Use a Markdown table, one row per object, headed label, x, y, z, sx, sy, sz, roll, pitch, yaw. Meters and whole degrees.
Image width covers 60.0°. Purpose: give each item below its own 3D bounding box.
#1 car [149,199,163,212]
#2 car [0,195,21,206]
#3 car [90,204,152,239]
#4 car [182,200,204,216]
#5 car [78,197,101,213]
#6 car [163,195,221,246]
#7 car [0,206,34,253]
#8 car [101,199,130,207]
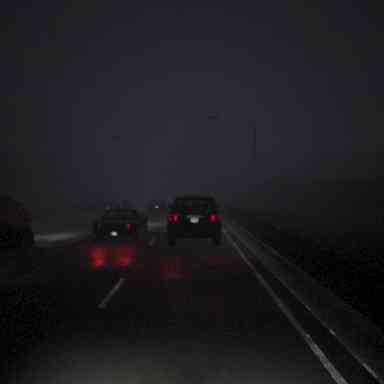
| label | x | y | z | sx | sy | sz | roll | pitch | yaw |
| --- | --- | --- | --- | --- | --- | --- | --- | --- | --- |
| car | -3.384 | 1.393 | 34.036 | 1.994 | 1.385 | 4.181 | 0 | 0 | 0 |
| car | -10.400 | 1.135 | 17.098 | 2.150 | 2.045 | 5.566 | 0 | 0 | 0 |
| car | -3.401 | 1.516 | 16.773 | 1.895 | 1.301 | 4.718 | 0 | 0 | 0 |
| car | 0.107 | 1.441 | 31.820 | 1.895 | 1.301 | 4.718 | 0 | 0 | 0 |
| car | -10.380 | 1.302 | 34.978 | 1.882 | 1.535 | 5.008 | 0 | 0 | 0 |
| car | 0.095 | 1.145 | 15.099 | 2.150 | 2.045 | 5.566 | 0 | 0 | 0 |
| car | -6.912 | 1.439 | 10.671 | 2.128 | 1.511 | 4.902 | 0 | 0 | 0 |
| car | -6.893 | 1.441 | 31.832 | 1.895 | 1.301 | 4.718 | 0 | 0 | 0 |
